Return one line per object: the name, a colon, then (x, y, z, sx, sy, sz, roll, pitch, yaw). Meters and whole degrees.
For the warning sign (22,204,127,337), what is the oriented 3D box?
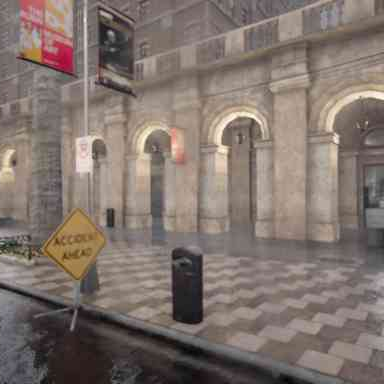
warning sign: (-1.953, 1.159, 5.630, 1.060, 1.860, 1.300, -1, 0, 35)
